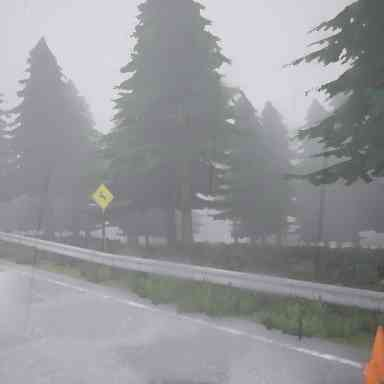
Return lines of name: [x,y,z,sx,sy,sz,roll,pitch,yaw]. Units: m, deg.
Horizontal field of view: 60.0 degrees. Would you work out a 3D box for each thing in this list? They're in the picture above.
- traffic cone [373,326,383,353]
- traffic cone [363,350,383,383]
traffic cone: [2.327,1.956,4.109,0.340,0.580,0.340,0,0,34]
traffic cone: [1.783,1.956,3.273,0.340,0.580,0.340,0,0,33]
